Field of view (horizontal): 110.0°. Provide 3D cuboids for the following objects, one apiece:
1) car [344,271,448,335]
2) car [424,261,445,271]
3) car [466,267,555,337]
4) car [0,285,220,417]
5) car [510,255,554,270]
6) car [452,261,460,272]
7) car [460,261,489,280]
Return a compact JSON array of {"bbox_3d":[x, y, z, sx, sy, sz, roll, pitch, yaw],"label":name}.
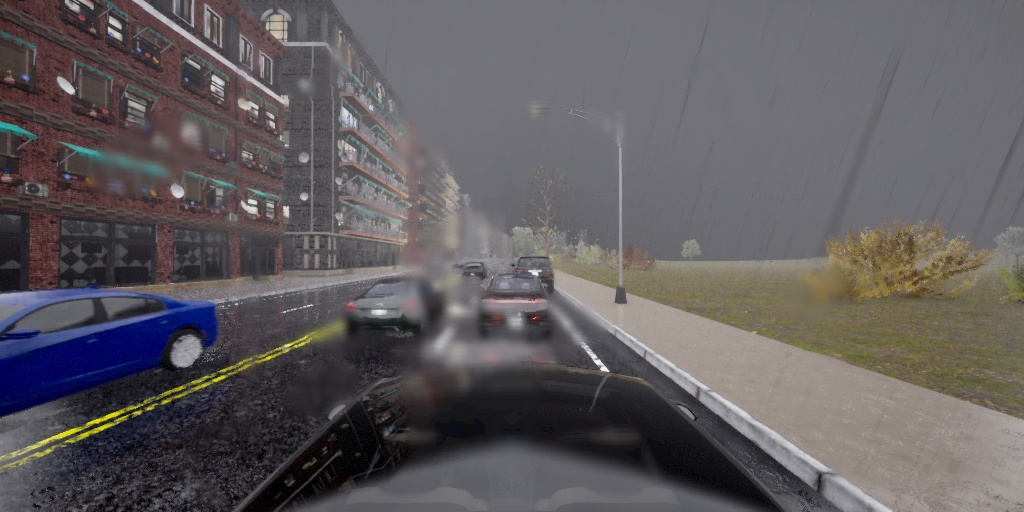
[{"bbox_3d":[-3.155,1.314,10.518,1.994,1.385,4.181,0,0,0],"label":"car"},{"bbox_3d":[-9.880,1.298,46.115,2.033,1.411,5.357,0,0,0],"label":"car"},{"bbox_3d":[0.095,1.243,10.338,2.128,1.511,4.902,0,0,0],"label":"car"},{"bbox_3d":[-6.600,1.228,4.821,1.882,1.535,5.008,0,0,0],"label":"car"},{"bbox_3d":[1.126,0.977,20.208,2.150,2.045,5.566,0,0,0],"label":"car"},{"bbox_3d":[-6.629,1.352,46.953,1.895,1.301,4.718,0,0,0],"label":"car"},{"bbox_3d":[-3.170,1.258,31.829,1.837,1.490,4.892,0,0,0],"label":"car"}]
